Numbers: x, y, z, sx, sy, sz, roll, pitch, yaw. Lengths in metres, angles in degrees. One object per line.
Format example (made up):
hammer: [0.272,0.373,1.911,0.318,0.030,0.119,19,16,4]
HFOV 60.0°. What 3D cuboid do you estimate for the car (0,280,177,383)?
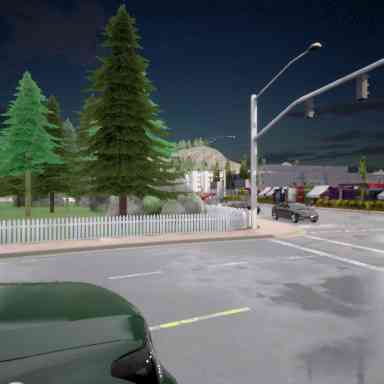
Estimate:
car: [-2.756,1.221,1.670,5.566,2.045,2.150,0,0,-36]

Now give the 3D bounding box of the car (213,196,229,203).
car: [6.086,1.559,71.154,1.837,1.490,4.892,0,0,-16]

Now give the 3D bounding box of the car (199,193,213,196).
car: [2.939,1.277,69.605,2.150,2.045,5.566,0,0,-17]

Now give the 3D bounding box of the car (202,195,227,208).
car: [2.835,1.547,44.230,2.128,1.511,4.902,0,0,-16]

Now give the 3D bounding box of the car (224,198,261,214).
car: [5.454,1.656,35.245,1.895,1.301,4.718,0,0,-16]

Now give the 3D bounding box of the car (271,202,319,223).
car: [8.046,1.560,26.339,1.837,1.490,4.892,0,0,-14]
